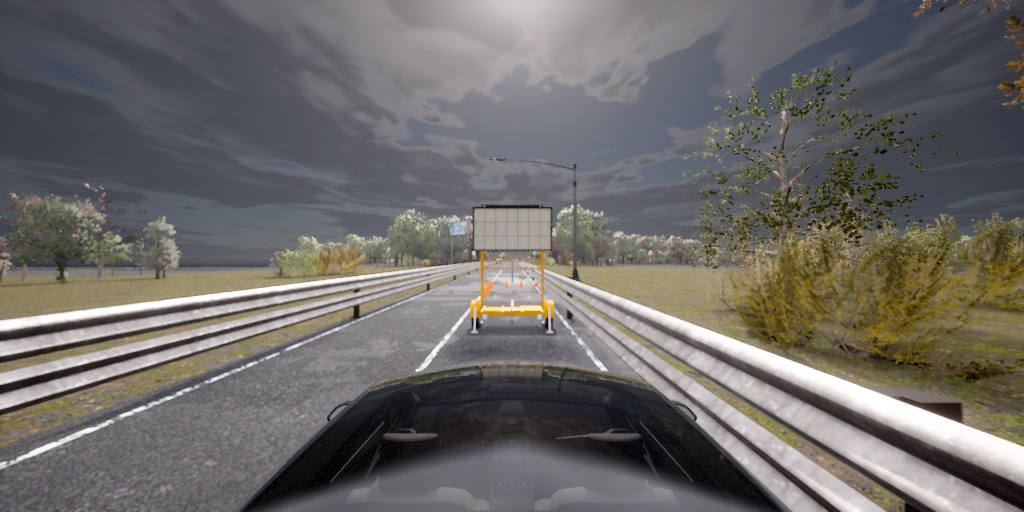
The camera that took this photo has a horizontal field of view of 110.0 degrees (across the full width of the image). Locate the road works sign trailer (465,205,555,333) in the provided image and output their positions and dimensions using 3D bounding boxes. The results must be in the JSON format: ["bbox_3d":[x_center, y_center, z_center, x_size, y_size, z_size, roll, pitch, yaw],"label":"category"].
[{"bbox_3d":[0.014,0.261,10.905,2.380,3.560,2.880,0,0,0],"label":"road works sign trailer"}]
